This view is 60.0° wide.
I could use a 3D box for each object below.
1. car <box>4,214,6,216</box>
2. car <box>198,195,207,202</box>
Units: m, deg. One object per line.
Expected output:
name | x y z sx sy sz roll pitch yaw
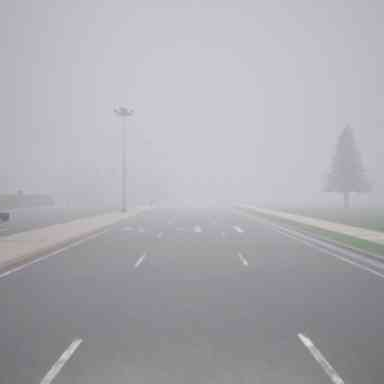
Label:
car | -11.497 1.356 17.104 1.895 1.301 4.718 0 0 0
car | 3.118 1.798 95.043 2.150 2.045 5.566 0 0 0
